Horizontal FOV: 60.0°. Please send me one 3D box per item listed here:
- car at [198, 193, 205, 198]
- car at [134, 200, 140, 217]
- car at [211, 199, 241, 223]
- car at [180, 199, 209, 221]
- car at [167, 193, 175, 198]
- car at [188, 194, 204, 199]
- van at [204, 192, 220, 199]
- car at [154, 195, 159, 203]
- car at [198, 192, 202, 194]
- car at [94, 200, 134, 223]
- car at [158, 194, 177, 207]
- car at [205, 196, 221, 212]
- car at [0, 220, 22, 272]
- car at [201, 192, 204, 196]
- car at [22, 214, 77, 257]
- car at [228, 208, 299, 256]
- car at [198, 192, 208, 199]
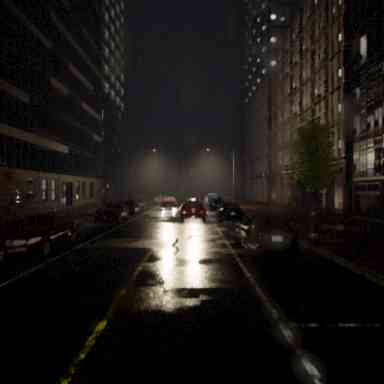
[{"bbox_3d":[2.669,0.949,92.427,1.752,1.417,4.829,0,0,0],"label":"car"},{"bbox_3d":[-5.696,1.400,29.651,1.947,1.339,4.313,0,0,0],"label":"car"},{"bbox_3d":[2.686,1.433,23.953,1.947,1.339,4.313,0,0,0],"label":"car"},{"bbox_3d":[0.093,1.458,25.704,1.895,1.301,4.718,0,0,0],"label":"car"},{"bbox_3d":[-5.712,0.990,92.268,1.947,1.339,4.313,0,0,0],"label":"car"},{"bbox_3d":[0.089,1.330,41.077,1.994,1.385,4.181,0,0,0],"label":"car"},{"bbox_3d":[2.682,1.108,41.029,1.690,1.788,3.998,0,0,0],"label":"van"},{"bbox_3d":[-5.703,1.184,57.944,1.752,1.417,4.829,0,0,0],"label":"car"},{"bbox_3d":[2.676,0.897,69.488,2.192,1.841,5.009,0,0,0],"label":"car"},{"bbox_3d":[-5.694,1.412,23.959,1.887,1.381,4.507,0,0,0],"label":"car"},{"bbox_3d":[-3.100,1.340,45.324,1.895,1.301,4.718,0,0,0],"label":"car"},{"bbox_3d":[2.683,1.367,35.337,1.947,1.339,4.313,0,0,0],"label":"car"},{"bbox_3d":[-5.690,1.507,6.880,1.887,1.381,4.507,0,0,0],"label":"car"},{"bbox_3d":[2.681,1.171,46.721,1.967,1.590,4.097,0,0,0],"label":"car"},{"bbox_3d":[-5.692,1.513,12.574,1.802,1.307,4.206,0,0,0],"label":"car"},{"bbox_3d":[2.689,1.497,12.569,1.947,1.339,4.313,0,0,0],"label":"car"},{"bbox_3d":[2.673,0.820,80.873,2.192,1.841,5.009,0,0,0],"label":"car"}]
